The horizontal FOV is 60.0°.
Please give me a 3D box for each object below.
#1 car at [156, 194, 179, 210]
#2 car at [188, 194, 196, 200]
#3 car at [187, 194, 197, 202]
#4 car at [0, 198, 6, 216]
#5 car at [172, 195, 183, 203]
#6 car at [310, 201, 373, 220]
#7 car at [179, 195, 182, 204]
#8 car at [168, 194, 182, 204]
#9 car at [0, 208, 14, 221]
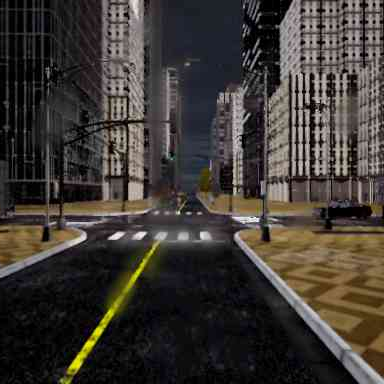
[{"bbox_3d":[-3.115,1.282,40.660,2.097,1.767,4.553,0,0,1],"label":"car"},{"bbox_3d":[0.001,1.208,82.339,2.128,1.511,4.902,0,0,0],"label":"car"},{"bbox_3d":[0.001,1.402,71.919,2.033,1.411,5.357,0,0,0],"label":"car"},{"bbox_3d":[-19.205,1.313,29.713,4.097,1.590,1.967,0,0,-1],"label":"car"},{"bbox_3d":[-3.000,1.353,69.677,1.882,1.535,5.008,0,0,0],"label":"car"},{"bbox_3d":[12.283,1.515,27.509,4.902,1.511,2.128,0,0,-3],"label":"car"},{"bbox_3d":[-3.070,1.460,50.133,2.033,1.411,5.357,0,0,0],"label":"car"},{"bbox_3d":[-3.001,1.247,59.458,2.097,1.767,4.553,0,0,0],"label":"car"},{"bbox_3d":[-15.422,1.386,23.848,4.892,1.490,1.837,0,0,-1],"label":"car"}]
